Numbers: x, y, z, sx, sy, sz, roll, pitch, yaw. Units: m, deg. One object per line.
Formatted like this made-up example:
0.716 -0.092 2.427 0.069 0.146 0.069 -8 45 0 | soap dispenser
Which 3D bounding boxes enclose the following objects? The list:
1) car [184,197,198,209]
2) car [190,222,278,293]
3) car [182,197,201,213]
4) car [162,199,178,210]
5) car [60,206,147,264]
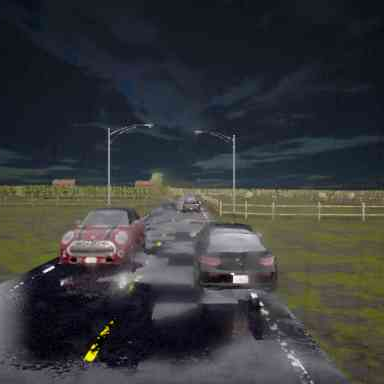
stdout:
-0.115 1.469 46.986 1.882 1.535 5.008 0 0 0 | car
0.938 1.526 8.736 1.812 1.442 4.674 0 0 0 | car
-0.040 1.486 36.574 2.128 1.511 4.902 0 0 0 | car
-2.882 1.593 43.421 1.895 1.301 4.718 0 0 0 | car
-2.884 1.352 11.726 2.097 1.767 4.553 0 0 0 | car
